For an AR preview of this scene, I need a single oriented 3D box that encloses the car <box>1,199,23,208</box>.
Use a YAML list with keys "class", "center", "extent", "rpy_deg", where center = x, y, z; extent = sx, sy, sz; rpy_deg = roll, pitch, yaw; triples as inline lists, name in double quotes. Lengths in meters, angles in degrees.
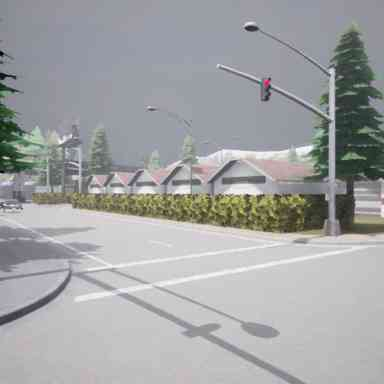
- class: "car"
  center: [-20.009, 1.354, 36.797]
  extent: [1.812, 1.442, 4.674]
  rpy_deg: [0, 0, -37]
